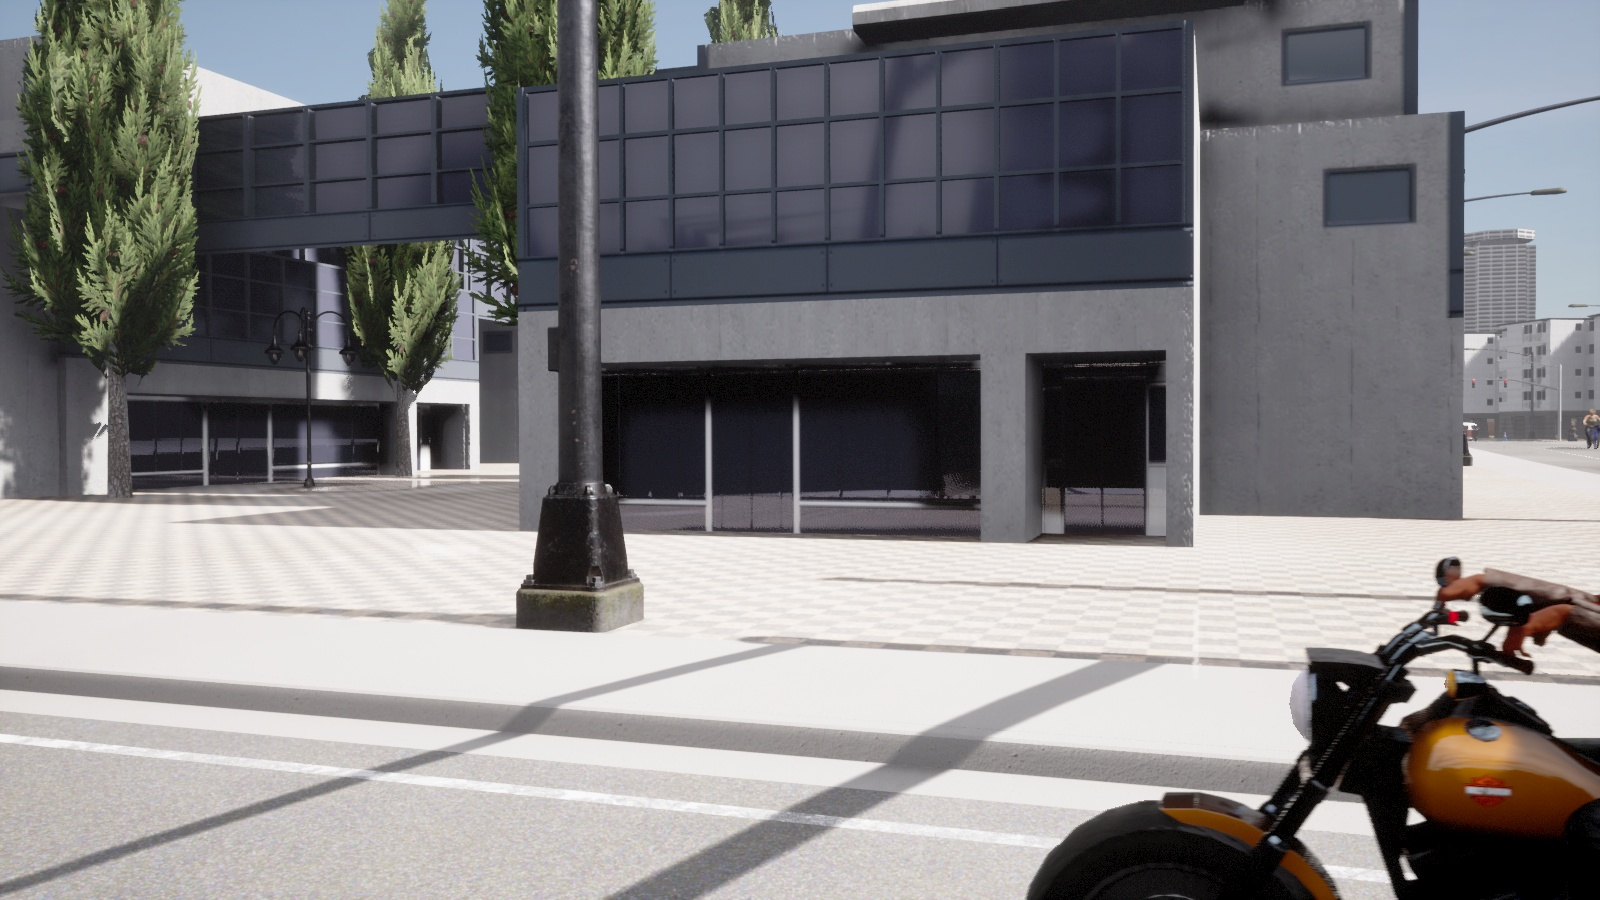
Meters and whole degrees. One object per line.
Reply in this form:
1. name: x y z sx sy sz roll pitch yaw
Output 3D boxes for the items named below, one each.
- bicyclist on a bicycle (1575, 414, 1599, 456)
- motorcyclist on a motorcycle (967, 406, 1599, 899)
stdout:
1. bicyclist on a bicycle: 31.139 -0.593 49.266 0.866 1.612 1.509 1 2 18
2. motorcyclist on a motorcycle: 1.590 0.741 2.635 2.350 1.649 0.766 0 1 19
